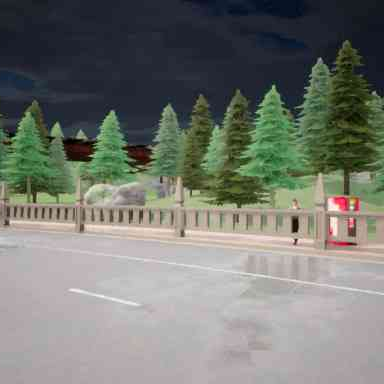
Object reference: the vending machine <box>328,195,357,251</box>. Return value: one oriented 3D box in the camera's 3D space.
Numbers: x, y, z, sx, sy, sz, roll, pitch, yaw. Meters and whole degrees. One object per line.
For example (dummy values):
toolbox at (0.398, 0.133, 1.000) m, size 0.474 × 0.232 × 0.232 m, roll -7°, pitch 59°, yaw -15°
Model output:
vending machine at (6.094, 1.195, 13.456) m, size 0.880 × 2.100 × 1.100 m, roll 0°, pitch 0°, yaw 33°

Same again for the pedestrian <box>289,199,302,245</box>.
pedestrian at (4.047, 1.142, 13.016) m, size 0.375 × 1.860 × 0.375 m, roll 0°, pitch 0°, yaw 33°
